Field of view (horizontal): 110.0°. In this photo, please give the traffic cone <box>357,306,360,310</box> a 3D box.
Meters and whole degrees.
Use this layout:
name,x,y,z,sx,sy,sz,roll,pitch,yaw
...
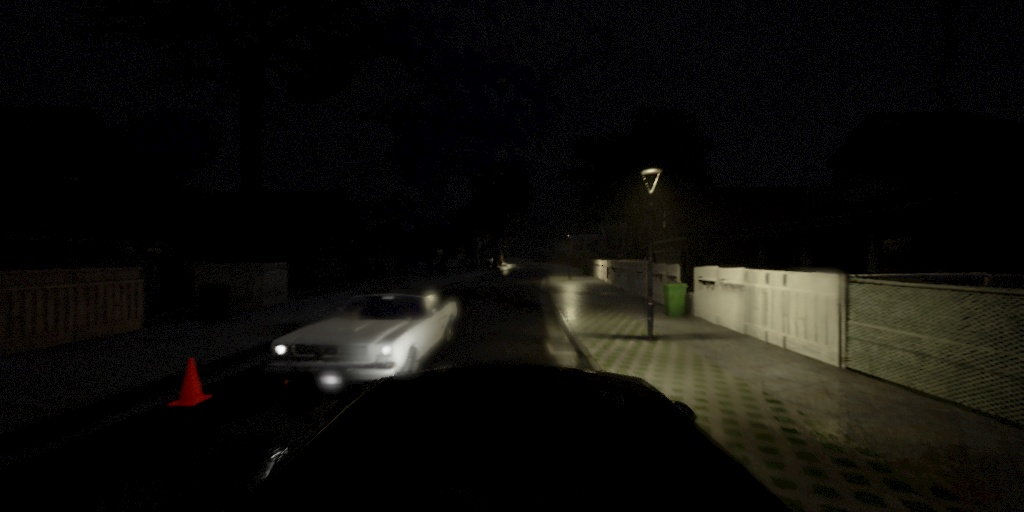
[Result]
name,x,y,z,sx,sy,sz,roll,pitch,yaw
traffic cone,-4.277,1.699,9.978,0.340,0.580,0.340,0,0,2

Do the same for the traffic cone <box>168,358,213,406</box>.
name,x,y,z,sx,sy,sz,roll,pitch,yaw
traffic cone,-4.411,1.695,4.929,0.340,0.580,0.340,0,0,1

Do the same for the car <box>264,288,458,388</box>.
name,x,y,z,sx,sy,sz,roll,pitch,yaw
car,-2.363,1.347,6.977,1.895,1.301,4.718,0,0,1
